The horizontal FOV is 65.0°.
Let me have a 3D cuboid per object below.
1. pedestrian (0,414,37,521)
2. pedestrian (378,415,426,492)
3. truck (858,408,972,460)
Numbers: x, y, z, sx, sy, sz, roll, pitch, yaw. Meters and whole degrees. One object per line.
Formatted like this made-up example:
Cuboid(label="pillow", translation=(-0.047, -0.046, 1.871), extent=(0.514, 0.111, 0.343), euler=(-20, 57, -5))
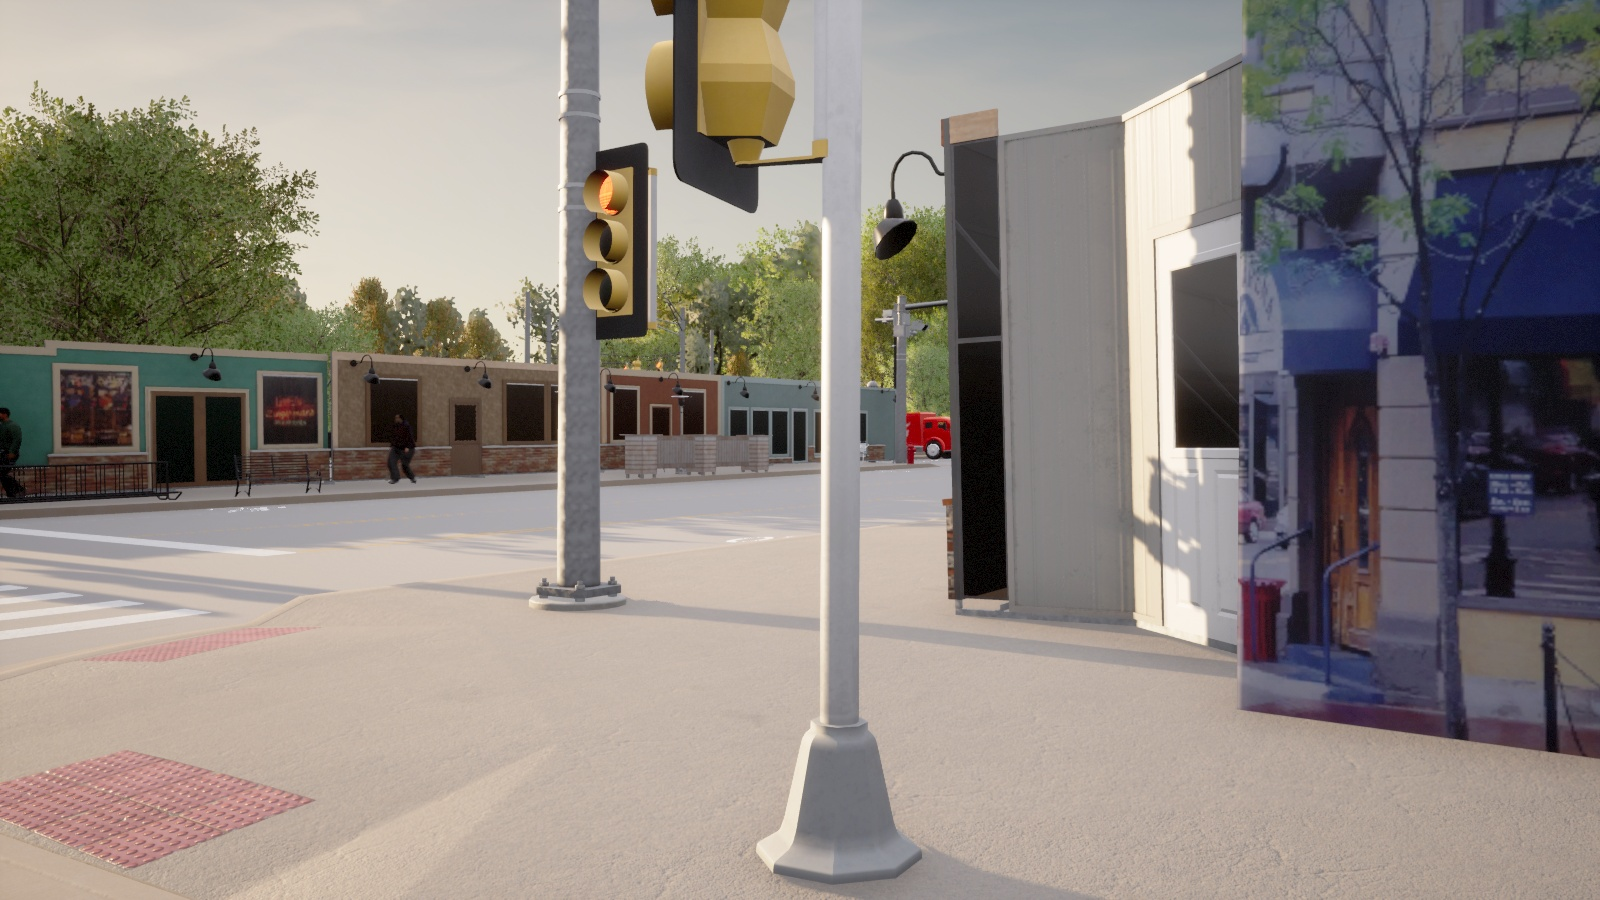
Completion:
Cuboid(label="pedestrian", translation=(-14.712, 0.319, 23.338), extent=(0.423, 1.949, 0.788), euler=(0, 1, 37))
Cuboid(label="pedestrian", translation=(-9.745, 0.083, 30.739), extent=(0.634, 1.844, 0.899), euler=(0, 1, 33))
Cuboid(label="truck", translation=(6.029, -0.823, 65.672), extent=(5.204, 2.467, 2.627), euler=(-3, 0, 29))
